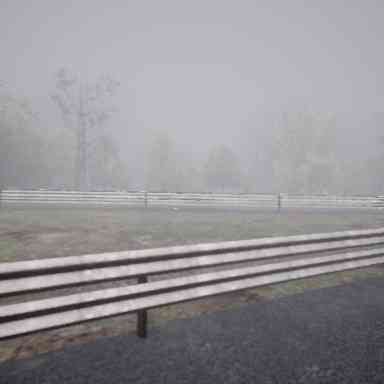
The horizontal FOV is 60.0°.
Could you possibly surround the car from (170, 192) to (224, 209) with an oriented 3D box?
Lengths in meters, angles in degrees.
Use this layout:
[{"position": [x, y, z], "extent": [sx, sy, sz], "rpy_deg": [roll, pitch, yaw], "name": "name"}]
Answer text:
[{"position": [0.653, 0.762, 30.370], "extent": [4.718, 1.301, 1.895], "rpy_deg": [1, 0, -6], "name": "car"}]
